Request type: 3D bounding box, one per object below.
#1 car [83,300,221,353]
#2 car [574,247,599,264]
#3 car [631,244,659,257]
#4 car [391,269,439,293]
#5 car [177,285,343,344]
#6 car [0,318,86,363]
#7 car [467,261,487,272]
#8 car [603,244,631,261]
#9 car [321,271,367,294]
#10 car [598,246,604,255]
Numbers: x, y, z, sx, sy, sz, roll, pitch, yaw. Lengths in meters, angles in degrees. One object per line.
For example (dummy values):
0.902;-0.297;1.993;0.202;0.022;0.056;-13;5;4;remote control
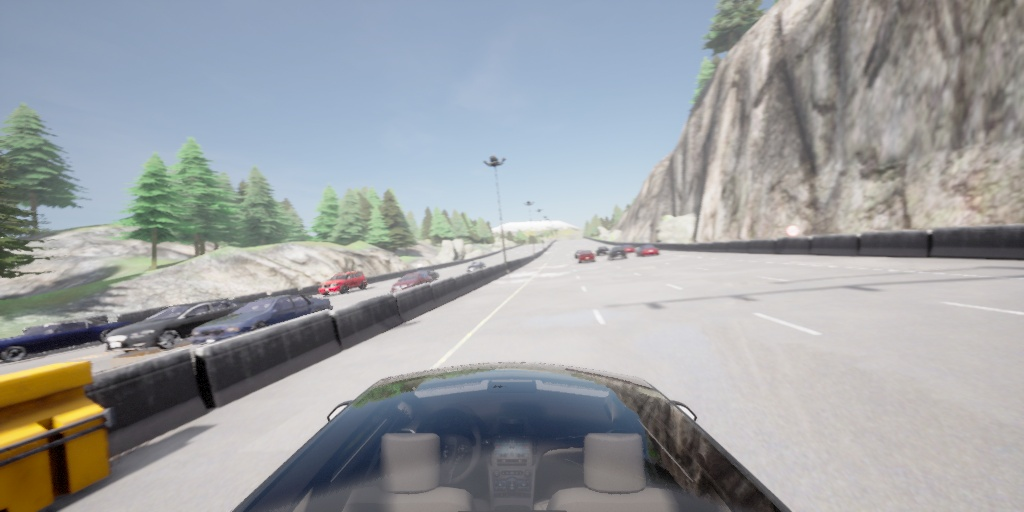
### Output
-12.926;2.649;14.396;2.128;1.511;4.902;-6;0;8;car
8.926;-0.002;43.212;1.882;1.535;5.008;-6;1;9;car
15.798;-0.673;42.070;1.994;1.385;4.181;-6;1;9;car
-7.520;2.044;27.482;1.812;1.442;4.674;-6;0;8;car
-9.430;2.320;14.247;2.033;1.411;5.357;-6;0;8;car
-19.797;3.520;15.433;1.895;1.301;4.718;-6;0;8;car
-4.566;1.479;47.300;2.128;1.511;4.902;-6;1;8;car
12.297;-0.341;42.219;1.837;1.490;4.892;-6;1;9;car
-16.849;2.711;36.092;2.150;2.045;5.566;-6;1;8;car
14.611;-0.882;58.087;1.882;1.535;5.008;-6;1;9;car
